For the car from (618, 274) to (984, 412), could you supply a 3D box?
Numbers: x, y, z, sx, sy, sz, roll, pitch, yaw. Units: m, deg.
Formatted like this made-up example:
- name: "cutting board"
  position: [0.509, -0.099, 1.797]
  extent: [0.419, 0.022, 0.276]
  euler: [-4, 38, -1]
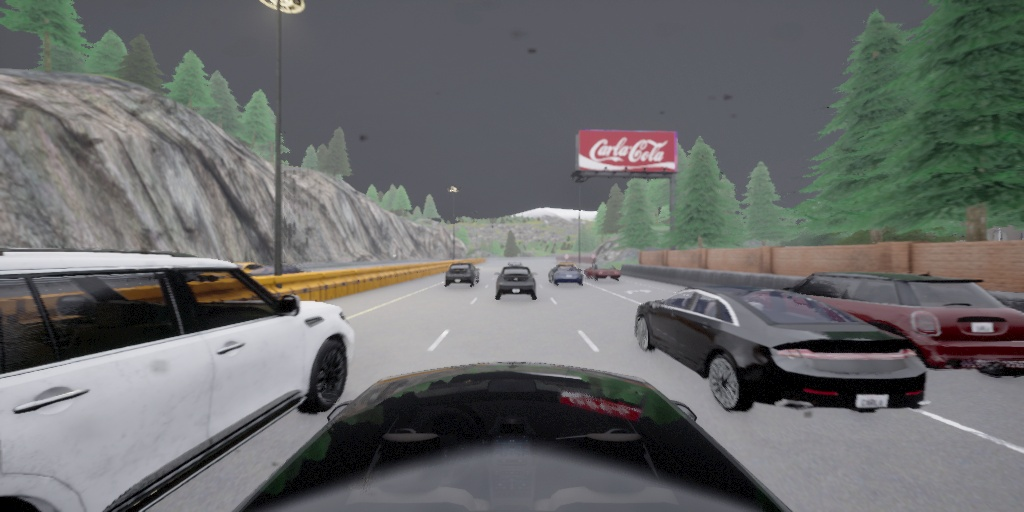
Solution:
- name: "car"
  position: [3.636, 1.240, 6.041]
  extent: [2.128, 1.511, 4.902]
  euler: [0, 0, 0]

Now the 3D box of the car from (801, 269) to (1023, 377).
- name: "car"
  position: [7.147, 1.102, 7.570]
  extent: [2.097, 1.767, 4.553]
  euler: [0, 0, 0]

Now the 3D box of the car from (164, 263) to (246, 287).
- name: "car"
  position: [-20.892, 1.250, 24.692]
  extent: [1.994, 1.385, 4.181]
  euler: [0, 0, 1]

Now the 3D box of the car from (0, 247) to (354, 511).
- name: "car"
  position: [-3.375, 0.967, 2.867]
  extent: [2.150, 2.045, 5.566]
  euler: [0, 0, 0]

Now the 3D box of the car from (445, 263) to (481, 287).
- name: "car"
  position: [-3.278, 1.215, 24.150]
  extent: [1.837, 1.490, 4.892]
  euler: [0, 0, 0]

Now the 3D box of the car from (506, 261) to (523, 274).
- name: "car"
  position: [0.304, 1.285, 41.300]
  extent: [1.895, 1.301, 4.718]
  euler: [0, 0, 0]

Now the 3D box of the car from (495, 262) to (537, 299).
- name: "car"
  position: [0.189, 1.230, 17.942]
  extent: [1.837, 1.490, 4.892]
  euler: [0, 1, 0]

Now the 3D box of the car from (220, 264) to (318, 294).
- name: "car"
  position: [-13.943, 1.247, 21.099]
  extent: [2.033, 1.411, 5.357]
  euler: [0, 0, 1]

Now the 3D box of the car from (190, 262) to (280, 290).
- name: "car"
  position: [-17.418, 1.170, 22.968]
  extent: [1.882, 1.535, 5.008]
  euler: [0, 0, 1]

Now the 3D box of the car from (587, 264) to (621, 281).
- name: "car"
  position: [7.247, 1.314, 29.111]
  extent: [1.895, 1.301, 4.718]
  euler: [0, 0, 0]

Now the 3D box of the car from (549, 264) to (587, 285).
- name: "car"
  position: [3.727, 1.280, 25.369]
  extent: [1.994, 1.385, 4.181]
  euler: [0, 0, 0]
